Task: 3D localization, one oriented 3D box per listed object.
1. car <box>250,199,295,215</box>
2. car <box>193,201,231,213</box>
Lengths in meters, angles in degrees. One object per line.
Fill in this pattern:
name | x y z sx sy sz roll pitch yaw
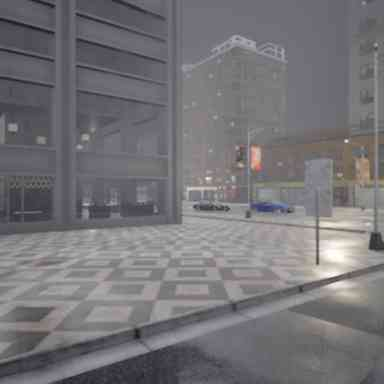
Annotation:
car | 8.315 1.517 34.573 1.882 1.535 5.008 0 0 -36
car | 2.215 1.667 37.469 1.895 1.301 4.718 0 0 -36
